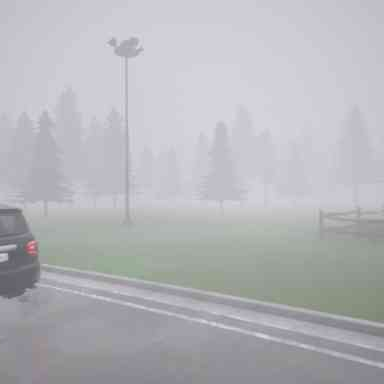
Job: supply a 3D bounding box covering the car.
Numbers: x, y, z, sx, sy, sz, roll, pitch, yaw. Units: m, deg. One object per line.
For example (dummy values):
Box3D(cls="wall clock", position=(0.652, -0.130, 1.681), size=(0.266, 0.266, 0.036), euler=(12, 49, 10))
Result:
Box3D(cls="car", position=(-5.739, 1.280, 7.285), size=(5.566, 2.045, 2.150), euler=(0, 0, 30))
